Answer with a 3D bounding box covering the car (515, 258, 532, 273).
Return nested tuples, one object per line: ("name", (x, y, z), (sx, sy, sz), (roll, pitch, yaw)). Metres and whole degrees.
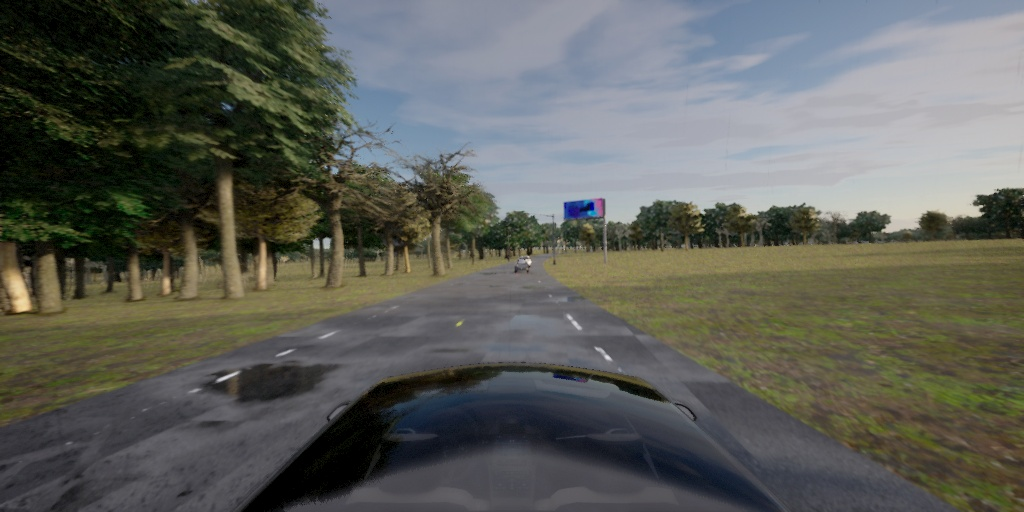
("car", (1.360, 1.378, 47.872), (2.128, 1.511, 4.902), (-2, 0, 3))
